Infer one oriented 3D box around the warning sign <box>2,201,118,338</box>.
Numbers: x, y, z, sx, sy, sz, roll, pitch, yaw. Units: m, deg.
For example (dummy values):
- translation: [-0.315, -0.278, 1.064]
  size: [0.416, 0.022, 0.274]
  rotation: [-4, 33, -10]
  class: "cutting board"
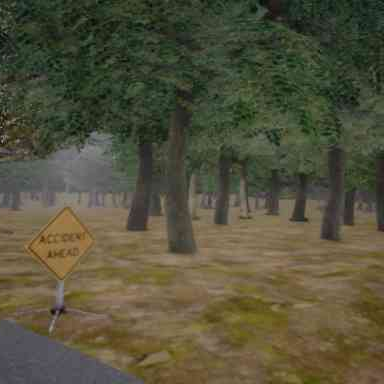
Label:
- translation: [-2.154, 1.130, 5.516]
  size: [1.060, 1.860, 1.300]
  rotation: [3, -1, 35]
  class: "warning sign"
